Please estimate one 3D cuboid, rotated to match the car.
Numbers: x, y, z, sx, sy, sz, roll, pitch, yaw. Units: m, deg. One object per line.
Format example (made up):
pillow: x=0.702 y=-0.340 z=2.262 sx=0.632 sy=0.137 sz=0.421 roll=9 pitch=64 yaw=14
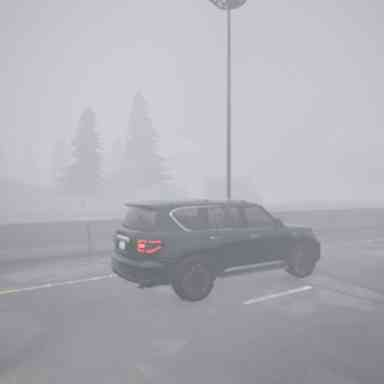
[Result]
car: x=0.801 y=1.192 z=8.365 sx=5.566 sy=2.045 sz=2.150 roll=0 pitch=0 yaw=-33
